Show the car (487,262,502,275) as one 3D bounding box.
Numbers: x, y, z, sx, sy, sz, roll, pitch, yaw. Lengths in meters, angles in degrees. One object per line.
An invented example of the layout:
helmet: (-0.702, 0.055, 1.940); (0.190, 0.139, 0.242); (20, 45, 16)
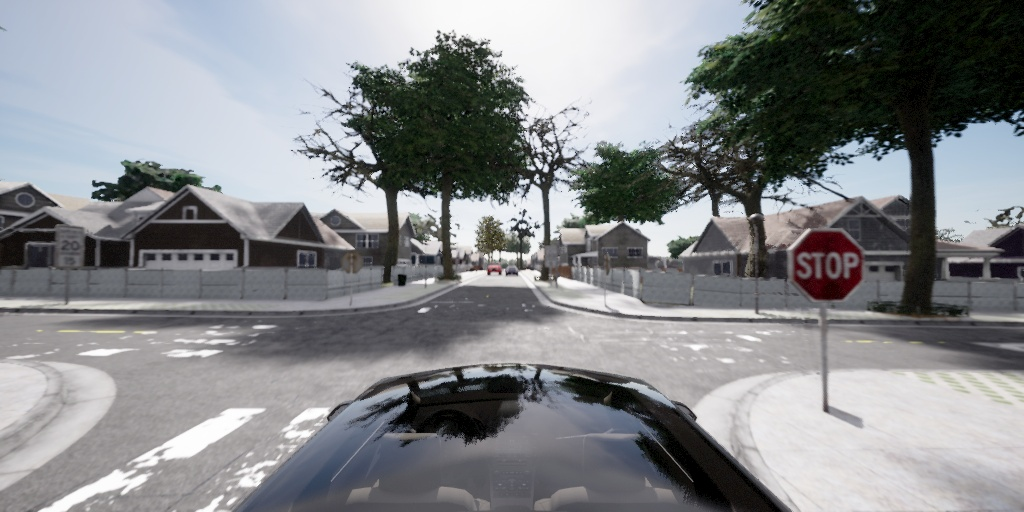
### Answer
car: (-2.769, 2.006, 57.413); (2.150, 2.045, 5.566); (0, -1, 0)

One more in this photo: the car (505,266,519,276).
car: (-0.016, 2.260, 52.048); (1.895, 1.301, 4.718); (0, -1, 0)
